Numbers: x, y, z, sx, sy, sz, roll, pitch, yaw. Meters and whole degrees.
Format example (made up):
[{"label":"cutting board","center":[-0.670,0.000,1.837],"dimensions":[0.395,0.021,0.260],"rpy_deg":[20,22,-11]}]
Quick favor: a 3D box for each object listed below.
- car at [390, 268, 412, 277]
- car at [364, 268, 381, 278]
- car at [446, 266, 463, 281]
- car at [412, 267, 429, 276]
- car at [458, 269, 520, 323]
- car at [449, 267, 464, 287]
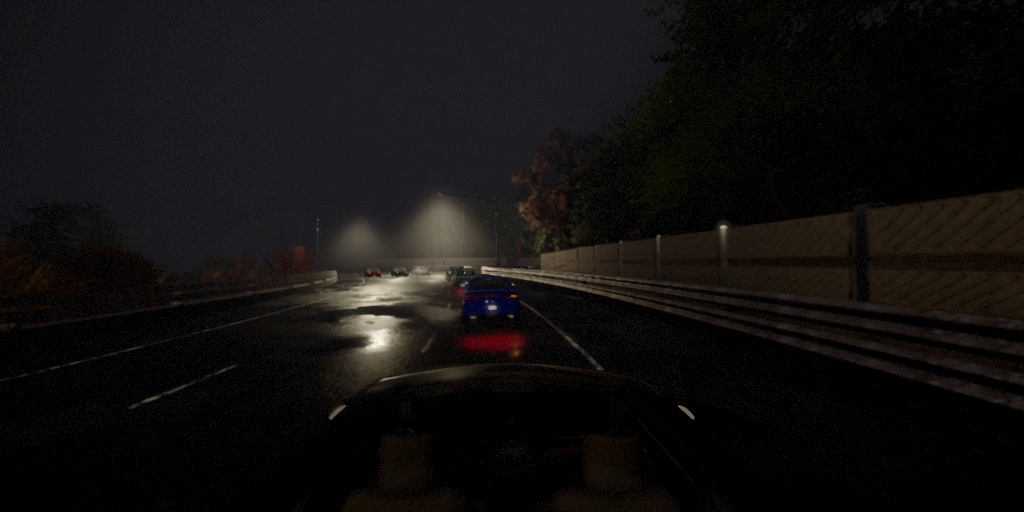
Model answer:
[{"label":"car","center":[-16.511,2.420,52.412],"dimensions":[1.895,1.301,4.718],"rpy_deg":[0,-1,-28]},{"label":"car","center":[-20.321,2.452,52.137],"dimensions":[1.895,1.301,4.718],"rpy_deg":[0,-1,-28]},{"label":"car","center":[-6.312,1.857,40.396],"dimensions":[2.097,1.767,4.553],"rpy_deg":[0,-1,-13]},{"label":"car","center":[-14.203,2.375,55.398],"dimensions":[1.812,1.442,4.674],"rpy_deg":[0,-1,-28]},{"label":"car","center":[-0.872,1.446,13.305],"dimensions":[1.882,1.535,5.008],"rpy_deg":[0,-1,-7]},{"label":"car","center":[-4.119,1.917,31.037],"dimensions":[1.895,1.301,4.718],"rpy_deg":[0,-1,-13]}]
